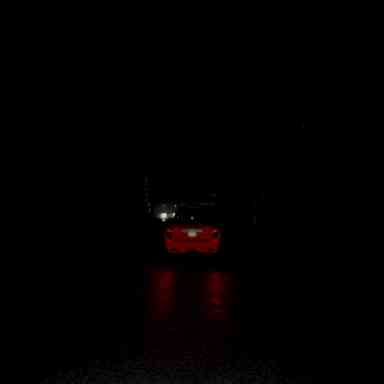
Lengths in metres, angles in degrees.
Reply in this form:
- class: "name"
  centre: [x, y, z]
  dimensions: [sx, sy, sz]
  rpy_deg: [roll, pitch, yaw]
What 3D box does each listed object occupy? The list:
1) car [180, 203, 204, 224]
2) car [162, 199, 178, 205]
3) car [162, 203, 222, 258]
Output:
- class: "car"
  centre: [0.027, 1.779, 28.502]
  dimensions: [1.837, 1.490, 4.892]
  rpy_deg: [0, 0, 0]
- class: "car"
  centre: [-2.756, 1.767, 43.625]
  dimensions: [2.097, 1.767, 4.553]
  rpy_deg: [0, 0, 0]
- class: "car"
  centre: [0.023, 1.480, 13.409]
  dimensions: [2.097, 1.767, 4.553]
  rpy_deg: [0, -1, 0]
